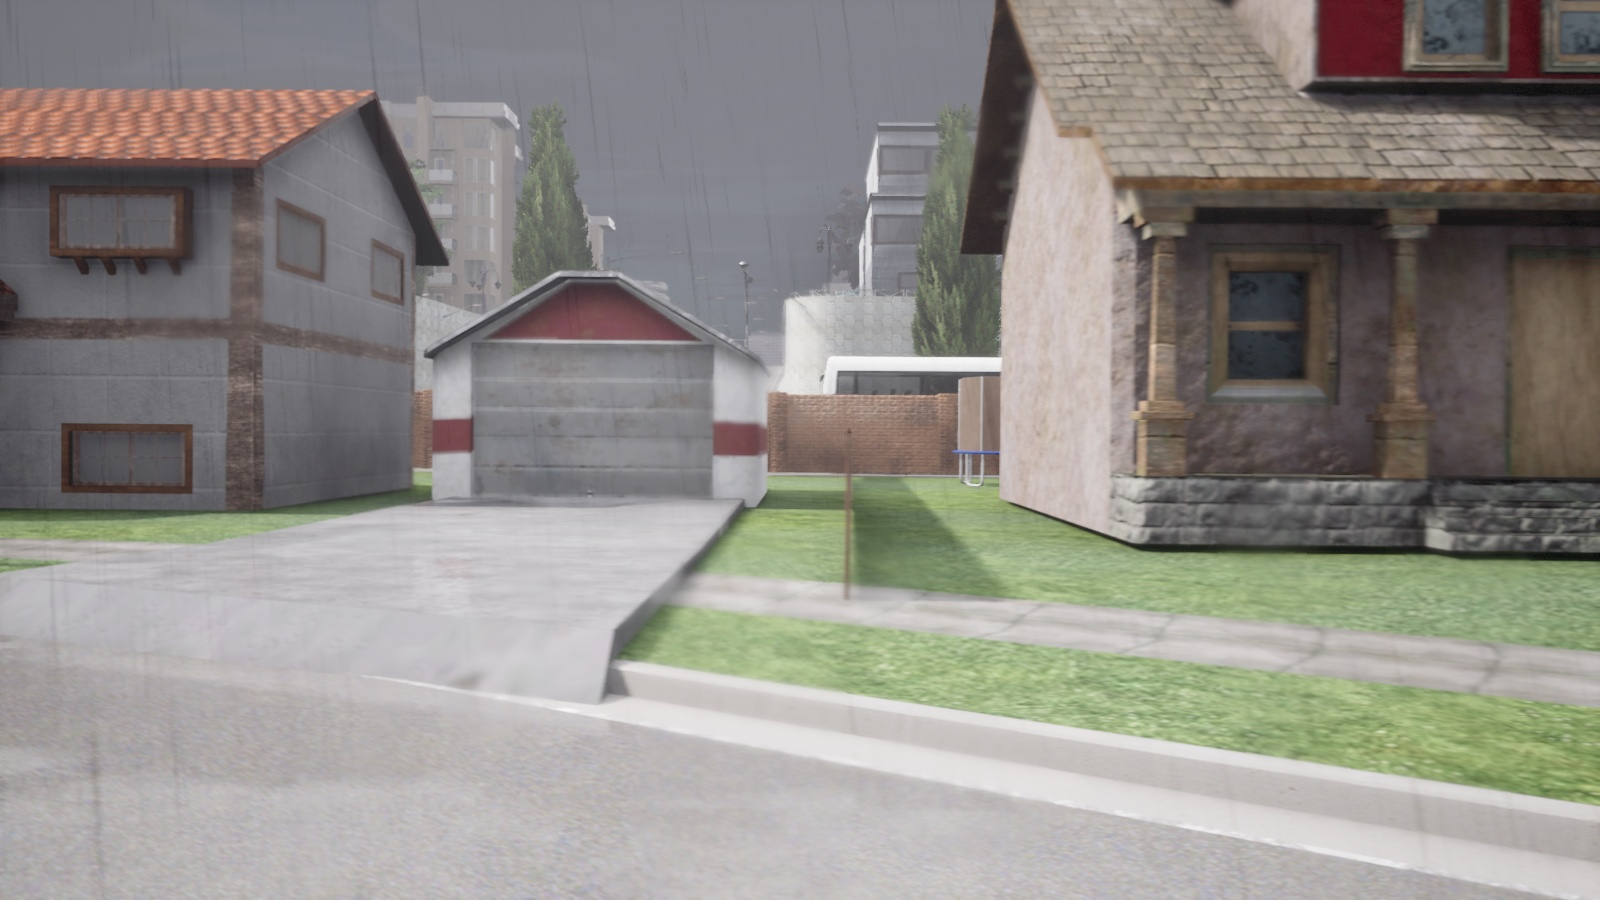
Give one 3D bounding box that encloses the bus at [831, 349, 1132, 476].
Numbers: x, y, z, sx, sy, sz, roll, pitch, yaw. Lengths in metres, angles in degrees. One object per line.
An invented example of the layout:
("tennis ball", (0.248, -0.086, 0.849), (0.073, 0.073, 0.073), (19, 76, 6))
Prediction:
("bus", (6.292, -1.306, 45.211), (10.273, 4.253, 3.944), (0, 1, 1))
